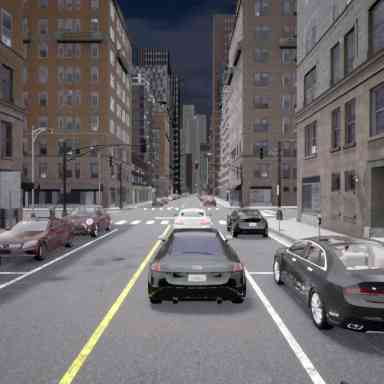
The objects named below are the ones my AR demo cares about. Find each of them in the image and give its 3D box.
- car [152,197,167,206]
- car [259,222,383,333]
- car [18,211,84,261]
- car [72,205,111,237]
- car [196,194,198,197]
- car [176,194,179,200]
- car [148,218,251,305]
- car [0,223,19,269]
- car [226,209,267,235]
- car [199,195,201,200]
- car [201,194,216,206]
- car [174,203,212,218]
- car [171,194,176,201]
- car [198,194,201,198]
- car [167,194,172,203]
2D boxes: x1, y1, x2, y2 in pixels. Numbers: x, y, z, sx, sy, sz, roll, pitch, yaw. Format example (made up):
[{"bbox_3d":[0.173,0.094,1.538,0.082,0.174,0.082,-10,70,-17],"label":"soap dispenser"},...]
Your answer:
[{"bbox_3d":[-5.594,1.618,54.831,1.802,1.307,4.206,0,0,0],"label":"car"},{"bbox_3d":[2.860,1.551,6.719,2.008,1.369,4.403,0,0,0],"label":"car"},{"bbox_3d":[-5.661,1.582,12.227,1.802,1.307,4.206,0,0,0],"label":"car"},{"bbox_3d":[-5.657,1.441,17.728,1.967,1.590,4.097,0,0,0],"label":"car"},{"bbox_3d":[3.026,1.457,92.675,2.192,1.841,5.009,0,0,0],"label":"car"},{"bbox_3d":[-5.498,1.457,92.691,2.192,1.841,5.009,0,0,0],"label":"car"},{"bbox_3d":[0.088,1.564,8.184,1.994,1.385,4.181,0,0,0],"label":"car"},{"bbox_3d":[-5.665,1.565,6.725,1.947,1.339,4.313,0,0,0],"label":"car"},{"bbox_3d":[2.869,1.567,17.721,1.947,1.339,4.313,0,0,0],"label":"car"},{"bbox_3d":[2.959,1.607,65.629,2.008,1.369,4.403,0,0,0],"label":"car"},{"bbox_3d":[2.930,1.476,54.812,1.967,1.590,4.097,0,0,0],"label":"car"},{"bbox_3d":[0.047,1.526,16.943,1.812,1.442,4.674,0,0,1],"label":"car"},{"bbox_3d":[-5.525,1.626,81.703,1.752,1.417,4.829,0,0,0],"label":"car"},{"bbox_3d":[2.986,1.524,76.447,1.967,1.590,4.097,0,0,0],"label":"car"},{"bbox_3d":[-5.566,1.606,65.648,2.008,1.369,4.403,0,0,0],"label":"car"}]
